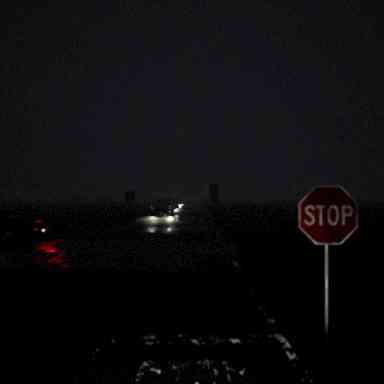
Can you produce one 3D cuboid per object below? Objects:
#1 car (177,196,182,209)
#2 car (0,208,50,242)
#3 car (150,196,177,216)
[{"bbox_3d":[-2.845,1.555,47.446,1.837,1.490,4.892,0,1,0],"label":"car"},{"bbox_3d":[-9.419,1.568,16.295,4.892,1.490,1.837,0,-3,13],"label":"car"},{"bbox_3d":[-2.849,1.380,32.758,2.097,1.767,4.553,0,0,0],"label":"car"}]
